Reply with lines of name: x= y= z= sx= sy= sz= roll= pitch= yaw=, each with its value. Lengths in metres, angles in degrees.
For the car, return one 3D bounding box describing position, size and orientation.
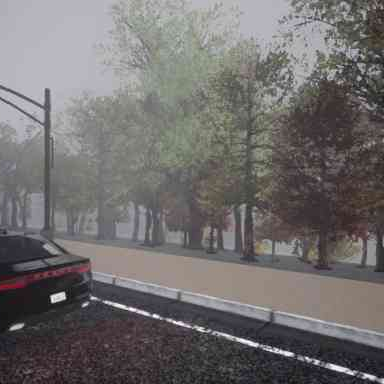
car: x=-4.086 y=1.477 z=6.570 sx=5.008 sy=1.535 sz=1.882 roll=0 pitch=0 yaw=35
